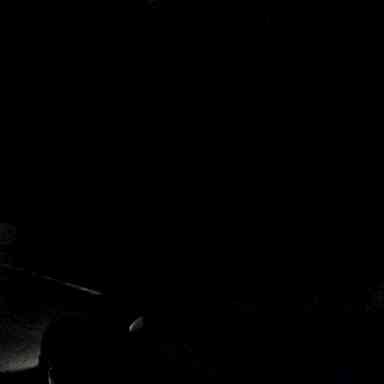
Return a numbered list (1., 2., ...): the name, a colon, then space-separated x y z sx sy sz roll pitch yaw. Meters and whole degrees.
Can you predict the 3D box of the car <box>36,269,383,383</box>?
1. car: 0.317 1.529 3.341 4.181 1.385 1.994 2 1 36
